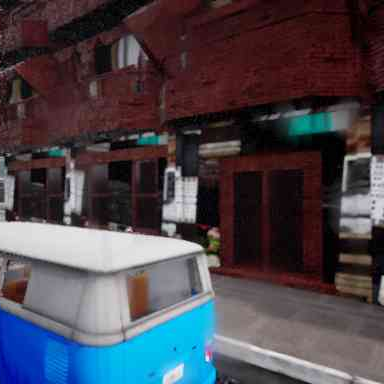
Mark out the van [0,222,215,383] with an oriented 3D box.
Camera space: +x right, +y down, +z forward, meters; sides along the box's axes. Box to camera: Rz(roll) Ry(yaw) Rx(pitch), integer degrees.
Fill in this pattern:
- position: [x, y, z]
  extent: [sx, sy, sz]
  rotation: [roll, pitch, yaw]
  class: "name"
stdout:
- position: [-1.664, 1.324, 3.922]
  extent: [3.998, 1.788, 1.690]
  rotation: [0, 0, 36]
  class: "van"
